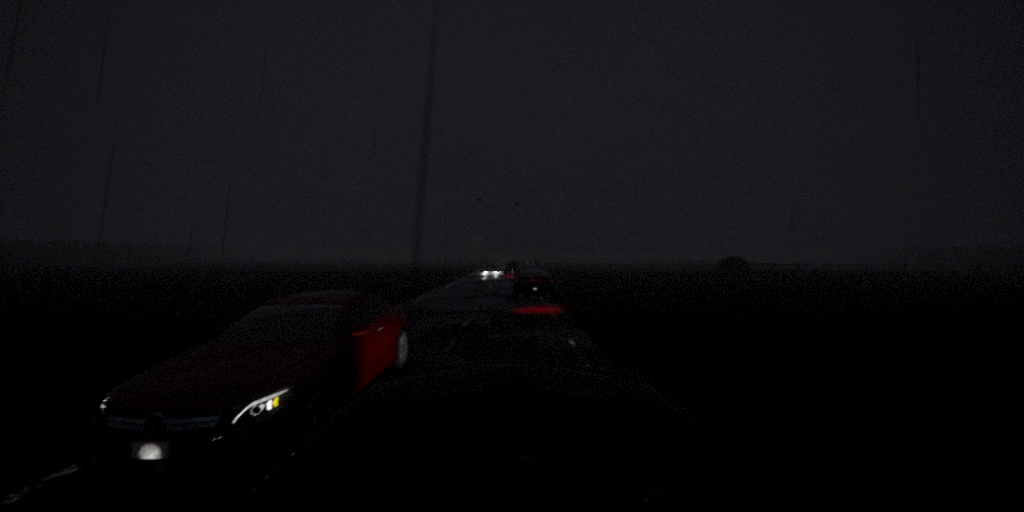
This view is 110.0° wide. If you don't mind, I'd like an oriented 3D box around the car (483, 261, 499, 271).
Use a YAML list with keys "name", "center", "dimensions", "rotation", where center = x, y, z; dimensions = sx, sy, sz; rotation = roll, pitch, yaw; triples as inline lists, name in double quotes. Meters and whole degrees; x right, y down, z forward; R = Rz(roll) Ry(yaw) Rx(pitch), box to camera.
- name: "car"
  center: [-2.808, 1.289, 47.976]
  dimensions: [1.895, 1.301, 4.718]
  rotation: [0, 0, 0]

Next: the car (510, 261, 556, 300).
- name: "car"
  center: [0.967, 1.210, 17.510]
  dimensions: [1.882, 1.535, 5.008]
  rotation: [0, 0, 0]

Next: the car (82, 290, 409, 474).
- name: "car"
  center: [-2.850, 1.272, 5.154]
  dimensions: [1.812, 1.442, 4.674]
  rotation: [0, 0, 0]

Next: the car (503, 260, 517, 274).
- name: "car"
  center: [0.052, 1.206, 40.432]
  dimensions: [1.837, 1.490, 4.892]
  rotation: [0, 0, 1]
